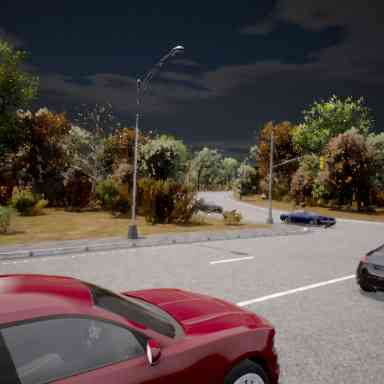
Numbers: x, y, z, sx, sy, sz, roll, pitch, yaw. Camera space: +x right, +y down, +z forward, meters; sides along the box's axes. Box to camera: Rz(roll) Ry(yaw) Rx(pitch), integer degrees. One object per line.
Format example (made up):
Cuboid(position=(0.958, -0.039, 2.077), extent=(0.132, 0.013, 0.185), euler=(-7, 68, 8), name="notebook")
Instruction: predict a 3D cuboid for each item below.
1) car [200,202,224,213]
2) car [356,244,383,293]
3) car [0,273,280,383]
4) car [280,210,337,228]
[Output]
Cuboid(position=(2.546, 2.066, 44.691), extent=(2.033, 1.411, 5.357), euler=(3, 0, -18), name="car")
Cuboid(position=(5.778, 1.665, 7.922), extent=(4.181, 1.385, 1.994), euler=(1, -1, -35), name="car")
Cuboid(position=(-1.371, 1.479, 2.768), extent=(5.008, 1.535, 1.882), euler=(0, 0, -36), name="car")
Cuboid(position=(9.696, 2.225, 27.941), extent=(1.895, 1.301, 4.718), euler=(3, -2, -26), name="car")
